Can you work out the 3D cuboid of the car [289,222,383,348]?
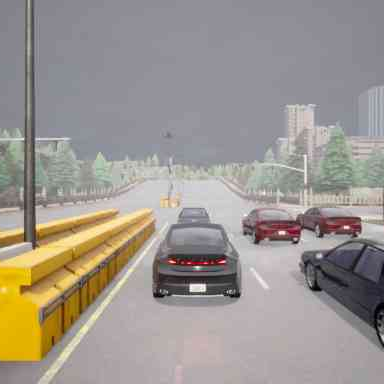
[{"bbox_3d":[3.592,1.547,5.927,2.033,1.411,5.357,0,0,0],"label":"car"}]

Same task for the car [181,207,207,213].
[{"bbox_3d":[0.091,1.547,18.232,2.033,1.411,5.357,0,0,0],"label":"car"}]

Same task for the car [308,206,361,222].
[{"bbox_3d":[7.091,1.478,17.758,1.882,1.535,5.008,0,0,0],"label":"car"}]

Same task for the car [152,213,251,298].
[{"bbox_3d":[0.099,1.505,8.501,1.837,1.490,4.892,0,0,0],"label":"car"}]

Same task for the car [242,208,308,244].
[{"bbox_3d":[3.593,1.478,15.770,1.882,1.535,5.008,0,0,0],"label":"car"}]
